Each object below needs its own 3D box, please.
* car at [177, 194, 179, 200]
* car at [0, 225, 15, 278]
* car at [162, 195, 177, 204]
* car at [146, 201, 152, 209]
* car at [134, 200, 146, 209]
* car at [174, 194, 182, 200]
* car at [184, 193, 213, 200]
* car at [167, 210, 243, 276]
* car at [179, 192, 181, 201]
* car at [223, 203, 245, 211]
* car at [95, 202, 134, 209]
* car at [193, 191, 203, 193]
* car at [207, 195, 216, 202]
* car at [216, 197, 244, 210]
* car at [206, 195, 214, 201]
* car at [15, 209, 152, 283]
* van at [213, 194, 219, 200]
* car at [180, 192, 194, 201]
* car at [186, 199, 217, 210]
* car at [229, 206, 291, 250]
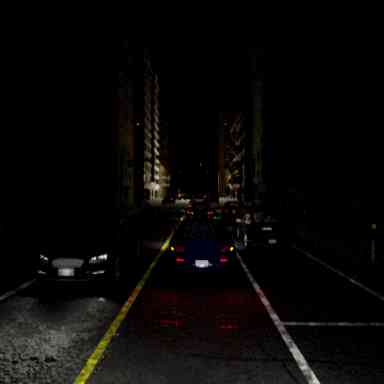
[{"bbox_3d":[-4.074,1.384,63.472,1.887,1.381,4.507,0,0,1],"label":"car"},{"bbox_3d":[-5.233,1.560,8.648,1.802,1.307,4.206,0,0,1],"label":"car"},{"bbox_3d":[-4.195,1.404,57.792,2.008,1.369,4.403,0,0,1],"label":"car"},{"bbox_3d":[-4.767,1.474,30.717,2.008,1.369,4.403,0,0,1],"label":"car"},{"bbox_3d":[-4.887,1.462,25.029,1.752,1.417,4.829,0,0,1],"label":"car"},{"bbox_3d":[-3.594,1.340,86.195,1.947,1.339,4.313,0,0,1],"label":"car"},{"bbox_3d":[0.732,1.271,32.246,2.097,1.767,4.553,0,0,4],"label":"car"},{"bbox_3d":[0.287,1.500,10.108,1.812,1.442,4.674,0,0,1],"label":"car"},{"bbox_3d":[-3.718,1.318,80.345,1.752,1.417,4.829,0,0,1],"label":"car"},{"bbox_3d":[3.023,1.533,19.521,1.802,1.307,4.206,0,0,1],"label":"car"},{"bbox_3d":[-5.000,1.390,19.683,1.967,1.590,4.097,0,0,1],"label":"car"},{"bbox_3d":[1.828,1.120,87.779,2.097,1.767,4.553,0,0,1],"label":"car"},{"bbox_3d":[4.069,1.407,68.991,1.802,1.307,4.206,0,0,1],"label":"car"},{"bbox_3d":[3.140,1.378,25.038,1.967,1.590,4.097,0,0,1],"label":"car"},{"bbox_3d":[4.309,1.375,80.351,1.802,1.307,4.206,0,0,1],"label":"car"},{"bbox_3d":[-2.673,1.467,9.647,2.128,1.511,4.902,0,0,1],"label":"car"},{"bbox_3d":[3.829,1.196,57.631,1.690,1.788,3.998,0,0,1],"label":"van"},{"bbox_3d":[-1.122,1.277,78.342,1.882,1.535,5.008,0,0,1],"label":"car"},{"bbox_3d":[0.562,1.469,22.980,1.812,1.442,4.674,0,0,1],"label":"car"},{"bbox_3d":[2.907,1.516,14.003,2.008,1.369,4.403,0,0,1],"label":"car"}]
